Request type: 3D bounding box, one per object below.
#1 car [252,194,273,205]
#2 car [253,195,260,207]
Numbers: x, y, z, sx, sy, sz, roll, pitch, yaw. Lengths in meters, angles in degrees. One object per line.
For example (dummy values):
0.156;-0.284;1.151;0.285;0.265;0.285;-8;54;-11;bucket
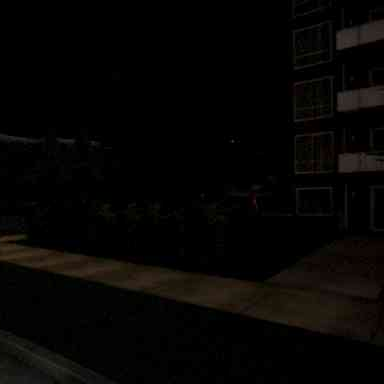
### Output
14.352;1.547;67.396;2.150;2.045;5.566;-1;0;36;car
10.954;1.762;56.901;1.882;1.535;5.008;-1;0;36;car
